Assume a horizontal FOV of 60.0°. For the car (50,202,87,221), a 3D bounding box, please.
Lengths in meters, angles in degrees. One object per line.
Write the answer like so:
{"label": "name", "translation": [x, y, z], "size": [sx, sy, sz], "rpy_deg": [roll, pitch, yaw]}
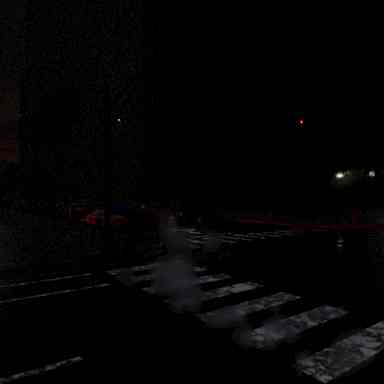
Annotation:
{"label": "car", "translation": [-12.055, 2.003, 32.467], "size": [2.008, 1.369, 4.403], "rpy_deg": [-1, 0, -35]}

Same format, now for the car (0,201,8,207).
{"label": "car", "translation": [-44.407, 2.769, 78.040], "size": [1.802, 1.307, 4.206], "rpy_deg": [-1, 0, -35]}

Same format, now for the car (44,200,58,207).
{"label": "car", "translation": [-31.736, 2.593, 74.919], "size": [1.947, 1.339, 4.313], "rpy_deg": [-1, 0, -35]}

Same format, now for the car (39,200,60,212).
{"label": "car", "translation": [-22.162, 2.132, 51.493], "size": [2.097, 1.767, 4.553], "rpy_deg": [0, -1, -35]}

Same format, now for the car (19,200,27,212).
{"label": "car", "translation": [-23.370, 2.156, 48.403], "size": [1.967, 1.590, 4.097], "rpy_deg": [-1, 0, -35]}

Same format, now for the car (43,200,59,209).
{"label": "car", "translation": [-26.892, 2.386, 63.510], "size": [1.837, 1.490, 4.892], "rpy_deg": [0, -1, -35]}

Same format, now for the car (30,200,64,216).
{"label": "car", "translation": [-17.717, 1.900, 40.436], "size": [2.192, 1.841, 5.009], "rpy_deg": [-1, 0, -35]}

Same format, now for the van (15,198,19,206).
{"label": "van", "translation": [-26.201, 2.122, 52.387], "size": [1.690, 1.788, 3.998], "rpy_deg": [-1, 0, -35]}

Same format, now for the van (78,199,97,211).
{"label": "van", "translation": [-17.084, 2.036, 54.336], "size": [1.690, 1.788, 3.998], "rpy_deg": [-1, 0, -35]}

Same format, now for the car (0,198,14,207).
{"label": "car", "translation": [-41.296, 2.665, 73.656], "size": [1.887, 1.381, 4.507], "rpy_deg": [-1, 0, -35]}

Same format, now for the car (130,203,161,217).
{"label": "car", "translation": [-5.318, 2.003, 37.730], "size": [1.802, 1.307, 4.206], "rpy_deg": [-1, 0, -35]}

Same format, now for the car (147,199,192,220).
{"label": "car", "translation": [-2.384, 1.667, 33.579], "size": [2.192, 1.841, 5.009], "rpy_deg": [-1, 0, -35]}

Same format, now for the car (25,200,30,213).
{"label": "car", "translation": [-20.540, 2.195, 44.419], "size": [1.887, 1.381, 4.507], "rpy_deg": [-1, 0, -35]}

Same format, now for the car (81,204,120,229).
{"label": "car", "translation": [-6.301, 1.842, 24.361], "size": [1.752, 1.417, 4.829], "rpy_deg": [-1, 0, -35]}

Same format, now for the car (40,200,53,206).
{"label": "car", "translation": [-34.749, 2.658, 79.162], "size": [1.947, 1.339, 4.313], "rpy_deg": [-1, 0, -35]}

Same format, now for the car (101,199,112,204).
{"label": "car", "translation": [-11.204, 1.874, 46.033], "size": [2.192, 1.841, 5.009], "rpy_deg": [-1, 0, -35]}

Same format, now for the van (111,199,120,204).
{"label": "van", "translation": [-8.264, 1.831, 41.882], "size": [1.690, 1.788, 3.998], "rpy_deg": [-1, 0, -35]}

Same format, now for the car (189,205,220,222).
{"label": "car", "translation": [0.561, 1.827, 29.427], "size": [1.887, 1.381, 4.507], "rpy_deg": [-1, 0, -35]}

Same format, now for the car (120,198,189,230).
{"label": "car", "translation": [-2.889, 1.498, 24.165], "size": [2.150, 2.045, 5.566], "rpy_deg": [0, -1, -35]}

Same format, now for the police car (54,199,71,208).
{"label": "police car", "translation": [-25.465, 2.305, 65.416], "size": [1.930, 1.638, 5.238], "rpy_deg": [0, -1, -35]}

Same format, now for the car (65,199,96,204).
{"label": "car", "translation": [-12.389, 1.851, 37.566], "size": [2.097, 1.767, 4.553], "rpy_deg": [0, -1, -35]}
